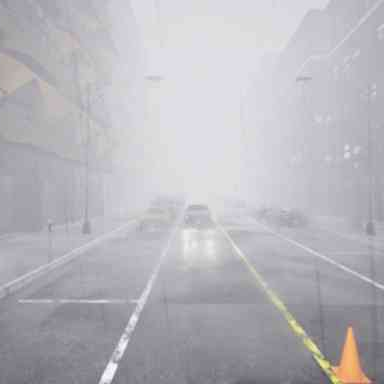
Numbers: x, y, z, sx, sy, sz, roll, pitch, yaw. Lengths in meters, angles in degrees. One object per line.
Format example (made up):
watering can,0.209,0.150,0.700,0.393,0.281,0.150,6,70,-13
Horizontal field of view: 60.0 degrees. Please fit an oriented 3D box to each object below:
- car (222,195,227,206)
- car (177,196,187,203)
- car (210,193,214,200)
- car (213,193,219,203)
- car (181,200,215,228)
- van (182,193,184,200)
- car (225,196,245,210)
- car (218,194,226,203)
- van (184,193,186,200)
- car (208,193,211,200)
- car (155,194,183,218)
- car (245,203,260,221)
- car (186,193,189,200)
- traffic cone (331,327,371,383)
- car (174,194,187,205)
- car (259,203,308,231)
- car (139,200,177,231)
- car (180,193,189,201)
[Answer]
car,5.814,1.501,48.176,1.887,1.381,4.507,2,0,0
car,-2.006,1.497,70.382,1.947,1.339,4.313,2,0,0
car,5.858,1.411,75.833,1.967,1.590,4.097,1,0,0
car,5.831,1.275,64.770,2.192,1.841,5.009,2,0,0
car,0.408,1.483,22.026,1.812,1.442,4.674,0,0,0
van,-2.090,1.268,37.197,1.690,1.788,3.998,2,0,0
car,5.799,1.503,42.646,1.887,1.381,4.507,2,0,0
car,5.840,1.397,53.708,1.967,1.590,4.097,2,0,0
van,-2.075,1.266,42.729,1.690,1.788,3.998,2,0,0
car,5.884,1.570,86.895,1.802,1.307,4.206,1,0,0
car,-2.119,1.255,26.138,2.192,1.841,5.009,2,0,0
car,5.753,1.524,26.054,2.008,1.369,4.403,2,0,0
car,-2.044,1.238,53.790,2.192,1.841,5.009,2,0,0
traffic cone,1.939,1.953,4.076,0.340,0.580,0.340,0,0,0
car,-2.029,1.239,59.320,2.192,1.841,5.009,2,0,0
car,5.738,1.527,20.522,1.887,1.381,4.507,2,0,0
car,-2.141,1.474,20.437,1.752,1.417,4.829,2,0,0
car,-1.955,1.270,86.972,2.192,1.841,5.009,2,0,0
